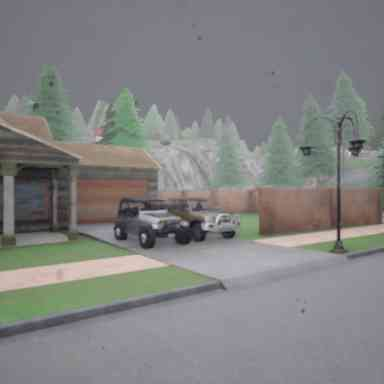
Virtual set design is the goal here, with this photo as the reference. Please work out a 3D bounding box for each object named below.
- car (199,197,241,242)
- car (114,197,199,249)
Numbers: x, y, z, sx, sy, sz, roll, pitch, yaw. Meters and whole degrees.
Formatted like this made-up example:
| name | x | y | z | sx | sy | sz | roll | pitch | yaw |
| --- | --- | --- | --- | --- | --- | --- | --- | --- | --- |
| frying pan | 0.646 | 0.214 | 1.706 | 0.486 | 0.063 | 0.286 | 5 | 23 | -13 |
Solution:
| name | x | y | z | sx | sy | sz | roll | pitch | yaw |
| --- | --- | --- | --- | --- | --- | --- | --- | --- | --- |
| car | 0.070 | 1.140 | 15.395 | 1.932 | 1.855 | 4.605 | 0 | 0 | -36 |
| car | -1.745 | 1.151 | 13.613 | 1.905 | 1.878 | 3.866 | 0 | 0 | -36 |
